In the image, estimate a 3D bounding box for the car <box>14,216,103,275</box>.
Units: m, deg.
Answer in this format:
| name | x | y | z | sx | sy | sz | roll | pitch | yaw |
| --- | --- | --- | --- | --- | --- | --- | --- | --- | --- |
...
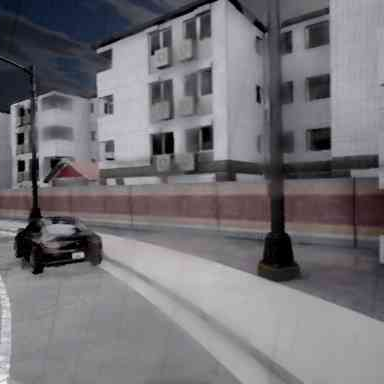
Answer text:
| name | x | y | z | sx | sy | sz | roll | pitch | yaw |
| --- | --- | --- | --- | --- | --- | --- | --- | --- | --- |
| car | -4.330 | 1.494 | 10.526 | 1.812 | 1.442 | 4.674 | -1 | 1 | -36 |
